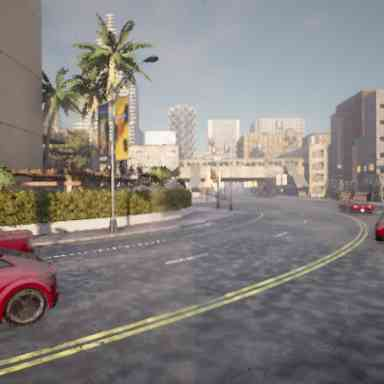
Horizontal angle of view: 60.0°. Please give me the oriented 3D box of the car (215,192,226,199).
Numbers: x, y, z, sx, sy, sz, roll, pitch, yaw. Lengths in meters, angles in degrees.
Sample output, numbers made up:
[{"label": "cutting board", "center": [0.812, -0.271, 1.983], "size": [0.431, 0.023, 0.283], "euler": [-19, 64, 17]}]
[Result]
[{"label": "car", "center": [7.311, 1.009, 81.347], "size": [2.097, 1.535, 5.008], "euler": [0, 0, 1]}]

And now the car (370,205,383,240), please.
[{"label": "car", "center": [9.679, 1.413, 15.458], "size": [1.994, 1.385, 4.181], "euler": [0, 0, 32]}]

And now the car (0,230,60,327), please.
[{"label": "car", "center": [-4.431, 1.570, 5.441], "size": [4.181, 1.385, 1.994], "euler": [-1, 0, -36]}]

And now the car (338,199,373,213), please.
[{"label": "car", "center": [15.490, 1.323, 31.745], "size": [1.895, 1.301, 4.718], "euler": [0, 0, 8]}]
